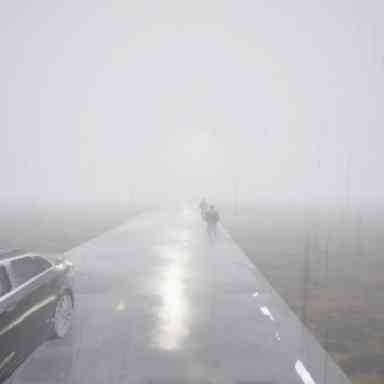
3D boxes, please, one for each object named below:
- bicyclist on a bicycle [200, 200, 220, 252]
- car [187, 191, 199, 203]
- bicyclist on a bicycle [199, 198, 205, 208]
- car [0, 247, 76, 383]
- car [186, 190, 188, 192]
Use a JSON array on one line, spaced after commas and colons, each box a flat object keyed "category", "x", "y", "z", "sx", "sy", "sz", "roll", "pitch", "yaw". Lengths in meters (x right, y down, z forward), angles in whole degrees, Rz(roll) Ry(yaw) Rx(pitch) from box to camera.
[{"category": "bicyclist on a bicycle", "x": 0.759, "y": 1.333, "z": 12.784, "sx": 0.659, "sy": 1.776, "sz": 1.843, "roll": 0, "pitch": 0, "yaw": 0}, {"category": "car", "x": 0.109, "y": 1.077, "z": 55.832, "sx": 1.812, "sy": 1.442, "sz": 4.674, "roll": 0, "pitch": 1, "yaw": 0}, {"category": "bicyclist on a bicycle", "x": 0.760, "y": 1.280, "z": 21.993, "sx": 0.659, "sy": 1.776, "sz": 1.843, "roll": 0, "pitch": 1, "yaw": 0}, {"category": "car", "x": -2.849, "y": 1.485, "z": 3.666, "sx": 2.128, "sy": 1.511, "sz": 4.902, "roll": 0, "pitch": 0, "yaw": 0}, {"category": "car", "x": 0.012, "y": 0.822, "z": 73.515, "sx": 1.812, "sy": 1.442, "sz": 4.674, "roll": 0, "pitch": 1, "yaw": 0}]
